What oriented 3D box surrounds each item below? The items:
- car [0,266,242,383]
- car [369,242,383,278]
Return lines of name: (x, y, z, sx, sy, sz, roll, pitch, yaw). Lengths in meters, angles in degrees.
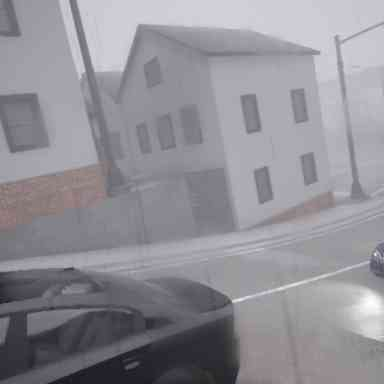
car: (-1.837, 1.485, 2.677, 5.008, 1.535, 1.882, -1, 0, -35)
car: (6.450, 1.319, 8.525, 4.674, 1.442, 1.812, -4, 3, -35)
